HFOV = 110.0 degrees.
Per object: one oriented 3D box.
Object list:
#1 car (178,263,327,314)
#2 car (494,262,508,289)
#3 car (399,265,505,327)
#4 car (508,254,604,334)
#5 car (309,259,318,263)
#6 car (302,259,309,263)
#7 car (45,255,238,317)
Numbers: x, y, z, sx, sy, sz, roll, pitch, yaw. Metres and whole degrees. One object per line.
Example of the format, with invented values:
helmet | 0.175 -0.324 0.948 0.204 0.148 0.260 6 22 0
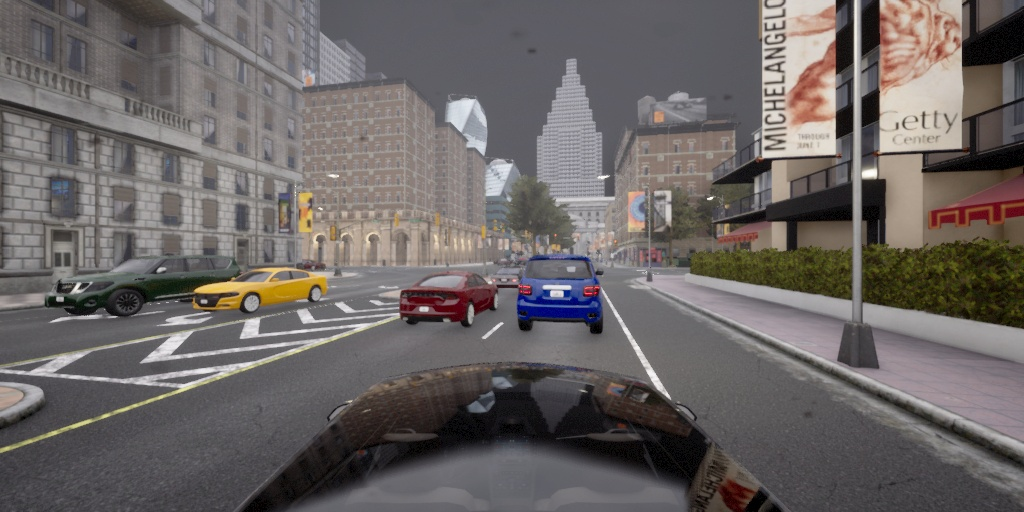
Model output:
car | -9.627 1.226 14.221 1.882 1.535 5.008 0 0 11
car | 0.060 1.295 21.123 2.033 1.411 5.357 0 0 11
car | -1.794 1.226 11.709 1.882 1.535 5.008 0 0 11
car | 1.580 0.970 10.937 2.150 2.045 5.566 0 0 12
car | -28.636 1.222 50.358 5.008 1.535 1.882 0 0 11
car | -29.764 1.250 47.007 4.892 1.490 1.837 0 0 11
car | -13.301 0.971 13.688 2.150 2.045 5.566 0 0 11
